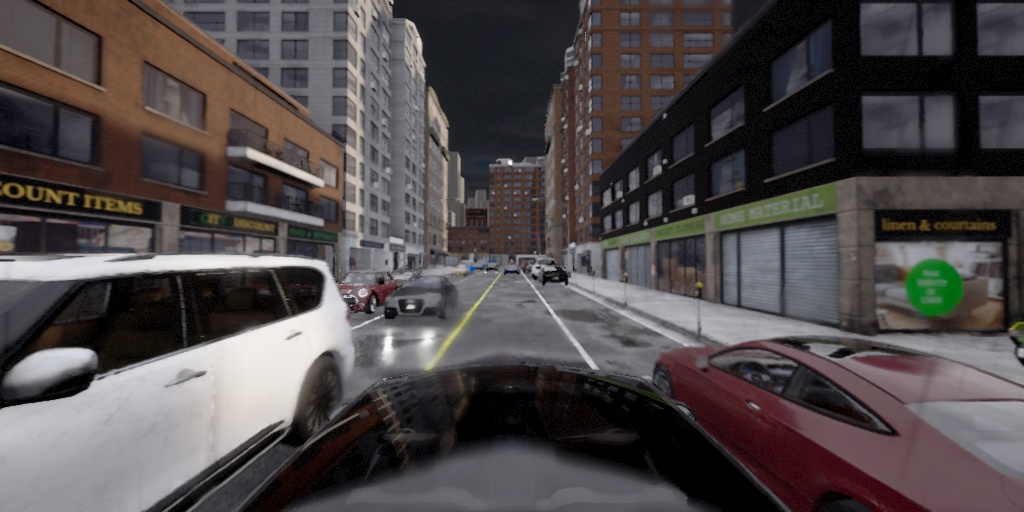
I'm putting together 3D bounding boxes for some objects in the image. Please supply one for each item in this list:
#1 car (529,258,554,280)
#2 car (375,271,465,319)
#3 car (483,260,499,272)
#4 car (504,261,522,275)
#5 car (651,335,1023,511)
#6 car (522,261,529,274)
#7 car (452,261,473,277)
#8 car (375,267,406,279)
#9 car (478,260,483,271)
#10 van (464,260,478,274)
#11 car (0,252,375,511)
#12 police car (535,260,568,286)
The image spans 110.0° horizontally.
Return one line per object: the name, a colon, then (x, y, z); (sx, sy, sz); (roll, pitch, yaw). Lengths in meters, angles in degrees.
car: (3.088, 1.233, 34.679); (2.150, 2.045, 5.566); (0, -1, 0)
car: (-3.096, 1.398, 13.005); (1.994, 1.385, 4.181); (0, 0, 0)
car: (-3.084, 1.737, 56.658); (1.837, 1.490, 4.892); (0, 0, 1)
car: (-0.003, 1.708, 46.863); (1.994, 1.385, 4.181); (0, -1, 1)
car: (2.669, 1.341, 3.064); (1.802, 1.307, 4.207); (0, 0, 0)
car: (2.644, 1.680, 46.920); (2.007, 1.370, 4.403); (0, 0, 0)
car: (-5.878, 1.603, 41.266); (1.751, 1.417, 4.829); (0, 0, 0)
car: (-5.863, 1.282, 14.030); (1.967, 1.591, 4.097); (0, 0, 0)
car: (-5.891, 1.874, 63.363); (1.948, 1.339, 4.313); (0, 0, 0)
van: (-5.882, 1.473, 46.918); (1.690, 1.789, 3.998); (0, 0, 0)
car: (-3.097, 0.979, 2.379); (2.150, 2.045, 5.566); (0, -1, 0)
police car: (3.120, 1.376, 27.756); (1.930, 1.638, 5.238); (0, 0, 0)
